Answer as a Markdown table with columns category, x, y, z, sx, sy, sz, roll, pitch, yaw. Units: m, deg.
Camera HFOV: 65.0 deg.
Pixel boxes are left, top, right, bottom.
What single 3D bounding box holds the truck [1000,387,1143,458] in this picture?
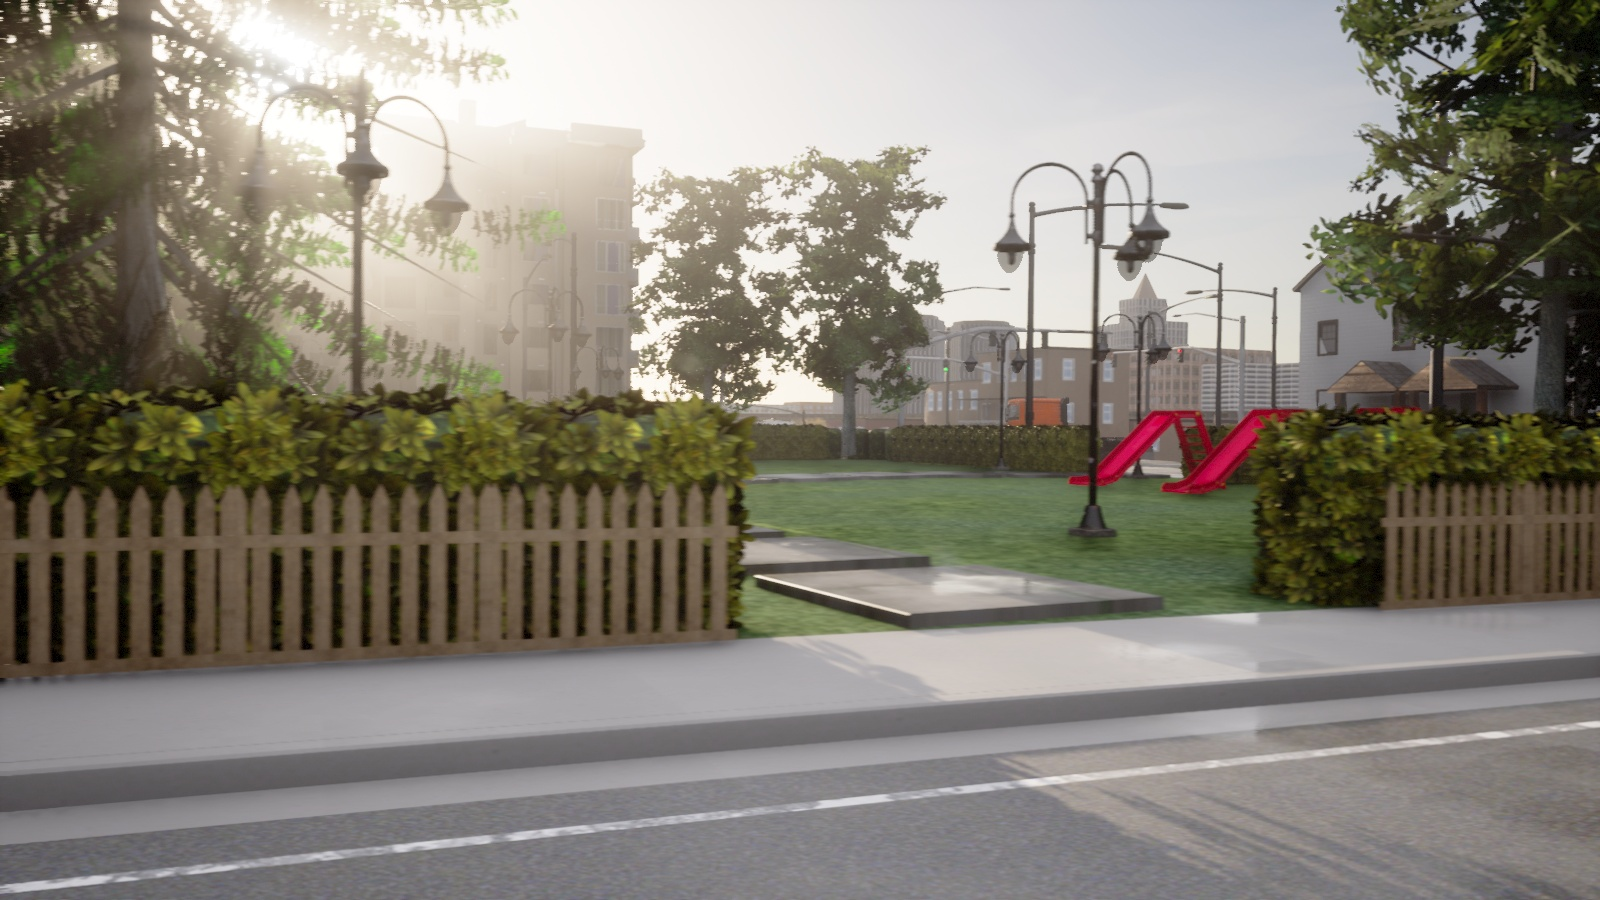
| category | x | y | z | sx | sy | sz | roll | pitch | yaw |
| --- | --- | --- | --- | --- | --- | --- | --- | --- | --- |
| truck | 14.026 | -1.402 | 65.592 | 2.891 | 3.462 | 7.936 | -1 | 1 | -27 |
